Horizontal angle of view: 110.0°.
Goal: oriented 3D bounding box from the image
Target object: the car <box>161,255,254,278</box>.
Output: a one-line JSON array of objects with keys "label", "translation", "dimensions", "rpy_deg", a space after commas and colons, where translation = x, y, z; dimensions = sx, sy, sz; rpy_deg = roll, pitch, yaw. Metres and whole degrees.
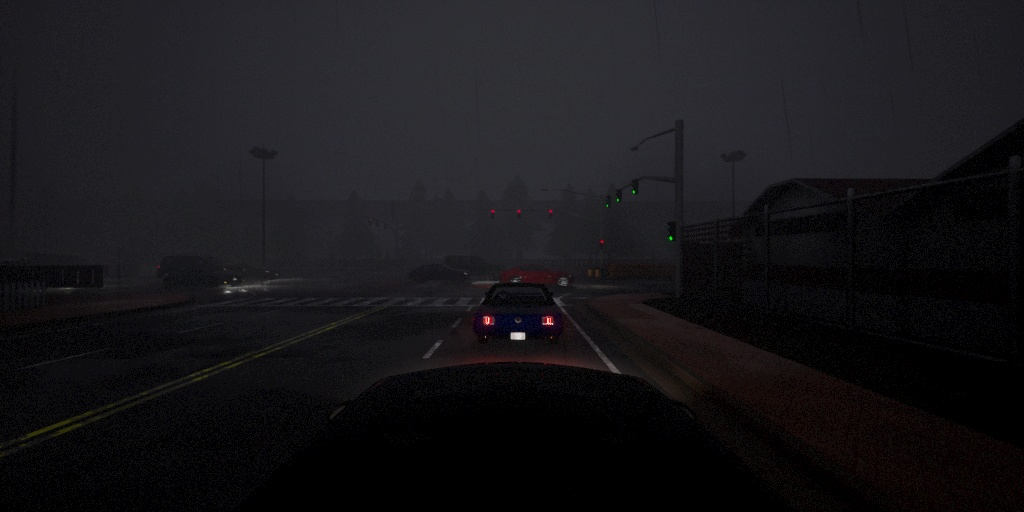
[{"label": "car", "translation": [-23.013, 0.967, 26.710], "dimensions": [5.566, 2.045, 2.150], "rpy_deg": [0, 0, -1]}]

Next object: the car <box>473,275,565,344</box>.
[{"label": "car", "translation": [0.191, 1.351, 9.556], "dimensions": [1.895, 1.301, 4.718], "rpy_deg": [0, 0, 2]}]

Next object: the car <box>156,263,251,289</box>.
[{"label": "car", "translation": [-19.674, 1.314, 22.991], "dimensions": [4.181, 1.385, 1.994], "rpy_deg": [0, 0, 3]}]

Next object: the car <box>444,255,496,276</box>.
[{"label": "car", "translation": [-3.251, 0.971, 30.546], "dimensions": [5.566, 2.045, 2.150], "rpy_deg": [0, 0, -1]}]

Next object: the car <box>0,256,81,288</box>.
[{"label": "car", "translation": [-31.464, 1.082, 23.073], "dimensions": [4.553, 1.767, 2.097], "rpy_deg": [0, 0, -1]}]

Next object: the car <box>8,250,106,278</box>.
[{"label": "car", "translation": [-37.600, 0.811, 29.979], "dimensions": [5.566, 2.045, 2.150], "rpy_deg": [2, 0, -1]}]

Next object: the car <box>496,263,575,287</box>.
[{"label": "car", "translation": [1.620, 1.227, 23.628], "dimensions": [5.008, 1.535, 1.882], "rpy_deg": [0, 0, -1]}]

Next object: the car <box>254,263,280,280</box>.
[{"label": "car", "translation": [-22.198, 1.272, 30.226], "dimensions": [4.674, 1.442, 1.812], "rpy_deg": [0, 0, -1]}]

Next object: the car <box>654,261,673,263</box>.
[{"label": "car", "translation": [17.192, 1.276, 41.574], "dimensions": [4.674, 1.442, 1.812], "rpy_deg": [0, 0, -1]}]

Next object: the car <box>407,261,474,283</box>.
[{"label": "car", "translation": [-5.485, 1.276, 27.016], "dimensions": [4.674, 1.442, 1.812], "rpy_deg": [0, 0, -1]}]
